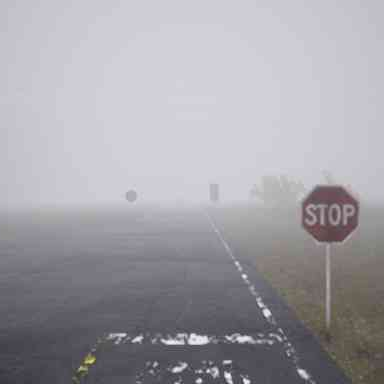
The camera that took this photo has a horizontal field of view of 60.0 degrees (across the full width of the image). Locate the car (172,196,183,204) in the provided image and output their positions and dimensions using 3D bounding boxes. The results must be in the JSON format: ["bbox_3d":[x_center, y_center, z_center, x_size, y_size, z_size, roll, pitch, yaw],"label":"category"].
[{"bbox_3d":[-2.618,1.438,60.092,1.882,1.535,5.008,0,0,0],"label":"car"}]
